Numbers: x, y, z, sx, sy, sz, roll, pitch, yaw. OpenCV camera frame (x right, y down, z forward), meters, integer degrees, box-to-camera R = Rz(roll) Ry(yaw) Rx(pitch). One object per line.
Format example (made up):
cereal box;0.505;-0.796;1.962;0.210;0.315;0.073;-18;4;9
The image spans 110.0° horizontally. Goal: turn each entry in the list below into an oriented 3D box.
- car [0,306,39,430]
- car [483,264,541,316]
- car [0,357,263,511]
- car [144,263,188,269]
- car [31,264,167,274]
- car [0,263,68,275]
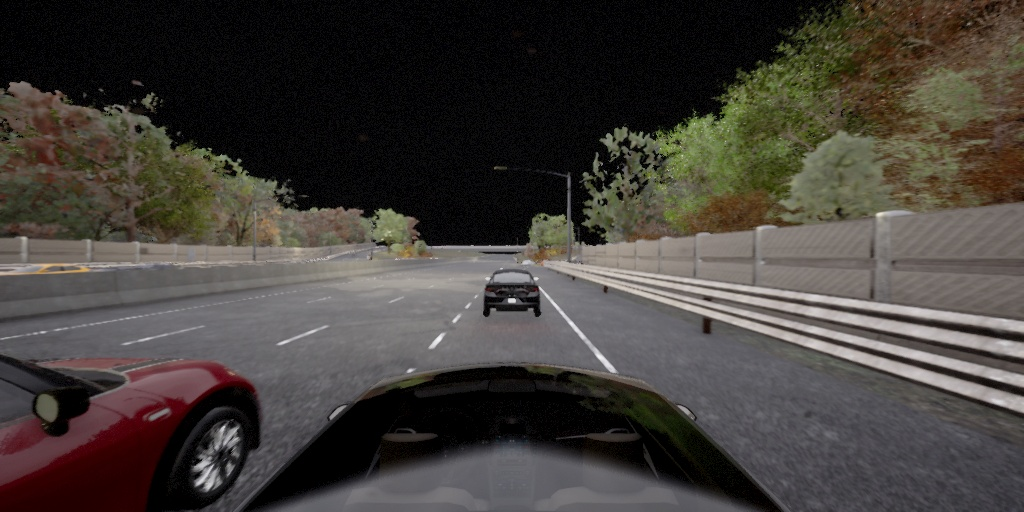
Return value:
car;-6.898;1.313;2.385;1.994;1.385;4.181;0;0;0
car;-0.002;1.223;13.466;1.882;1.535;5.008;0;0;0
car;-3.400;1.102;1.506;2.097;1.767;4.553;0;0;0
car;-31.592;1.297;31.690;2.033;1.411;5.357;0;0;0
car;-21.067;1.307;18.625;1.994;1.385;4.181;0;0;0
car;-28.080;1.222;21.543;1.882;1.535;5.008;0;0;0
